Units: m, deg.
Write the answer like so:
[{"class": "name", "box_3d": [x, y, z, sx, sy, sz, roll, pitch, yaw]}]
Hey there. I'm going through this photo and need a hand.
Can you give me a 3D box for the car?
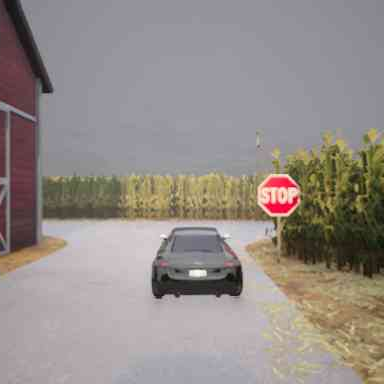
[{"class": "car", "box_3d": [0.085, 1.589, 8.651, 1.994, 1.385, 4.181, 0, 0, -1]}]
